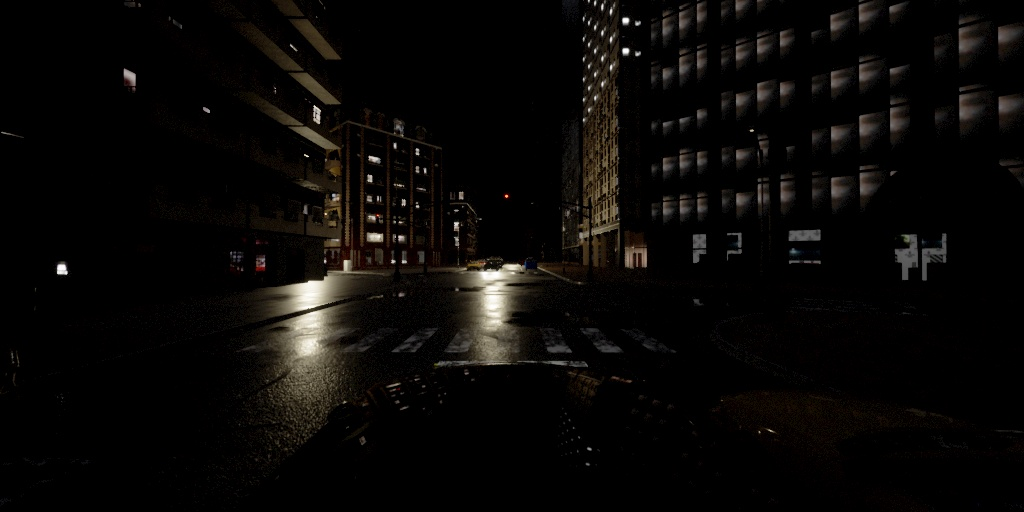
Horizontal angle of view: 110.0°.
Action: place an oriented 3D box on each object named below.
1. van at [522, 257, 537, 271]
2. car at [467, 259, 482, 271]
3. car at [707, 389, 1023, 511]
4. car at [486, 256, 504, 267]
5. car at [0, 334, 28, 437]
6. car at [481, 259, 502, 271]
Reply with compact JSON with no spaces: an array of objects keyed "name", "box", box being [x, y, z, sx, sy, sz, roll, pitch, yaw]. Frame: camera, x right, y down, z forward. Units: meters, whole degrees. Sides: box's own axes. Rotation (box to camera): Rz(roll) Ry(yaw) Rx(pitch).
[{"name":"van","box":[2.618,1.134,50.050,1.690,1.789,3.998,0,0,0]},{"name":"car","box":[-5.262,1.319,49.889,1.751,1.417,4.829,0,0,0]},{"name":"car","box":[2.563,1.275,1.227,1.751,1.417,4.829,0,0,0]},{"name":"car","box":[-2.773,1.035,59.136,2.150,2.045,5.566,0,0,0]},{"name":"car","box":[-5.318,1.065,1.060,2.192,1.841,5.009,0,0,0]},{"name":"car","box":[-2.795,1.393,49.213,1.895,1.301,4.718,0,0,0]}]
